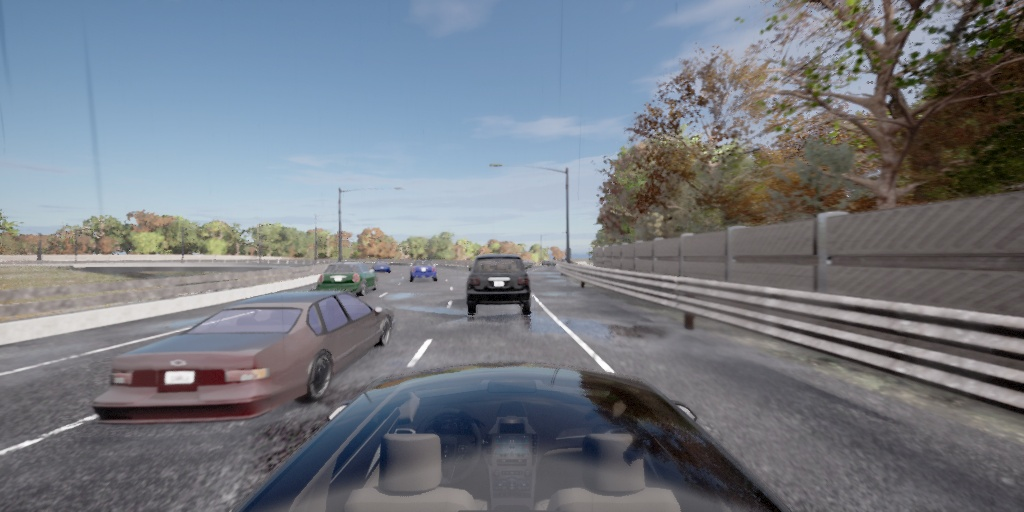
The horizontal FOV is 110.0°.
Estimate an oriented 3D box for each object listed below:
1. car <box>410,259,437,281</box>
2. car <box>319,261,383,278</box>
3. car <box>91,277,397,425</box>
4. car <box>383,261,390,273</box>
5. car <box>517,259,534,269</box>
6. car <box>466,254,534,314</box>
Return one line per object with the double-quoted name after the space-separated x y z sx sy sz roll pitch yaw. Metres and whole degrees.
-7.426 1.095 29.979 2.097 1.767 4.553 0 0 -15 "car"
-8.608 1.125 19.158 2.097 1.767 4.553 0 0 -9 "car"
-3.602 1.312 6.260 2.033 1.411 5.357 0 0 -3 "car"
-16.272 1.337 44.528 1.994 1.385 4.181 0 0 -24 "car"
2.055 1.198 52.608 1.994 1.385 4.181 0 0 10 "car"
-0.511 0.951 13.794 2.150 2.045 5.566 0 0 -2 "car"
